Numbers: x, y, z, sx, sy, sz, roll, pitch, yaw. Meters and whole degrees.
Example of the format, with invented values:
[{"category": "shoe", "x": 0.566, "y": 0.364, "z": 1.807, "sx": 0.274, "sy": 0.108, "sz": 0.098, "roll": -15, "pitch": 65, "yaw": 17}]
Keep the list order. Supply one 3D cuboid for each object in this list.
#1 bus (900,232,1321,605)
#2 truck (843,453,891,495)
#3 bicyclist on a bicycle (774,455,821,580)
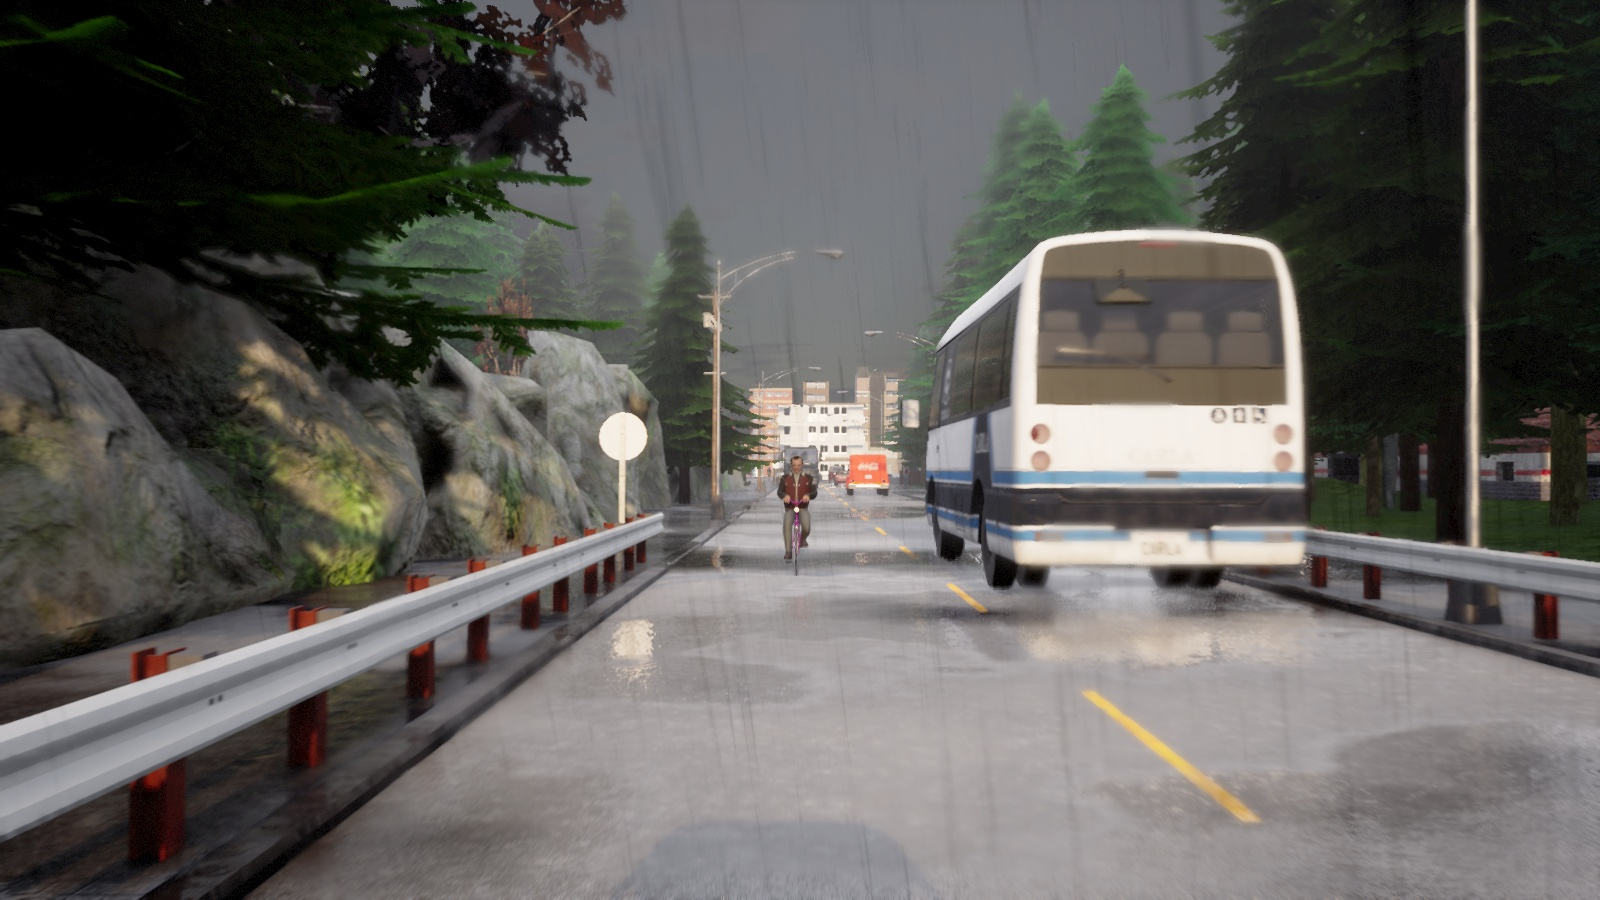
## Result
[{"category": "bus", "x": 3.950, "y": -0.283, "z": 19.476, "sx": 3.944, "sy": 4.253, "sz": 10.273, "roll": 0, "pitch": -1, "yaw": 0}, {"category": "truck", "x": 4.053, "y": 1.481, "z": 76.808, "sx": 2.627, "sy": 2.467, "sz": 5.204, "roll": 0, "pitch": -1, "yaw": 0}, {"category": "bicyclist on a bicycle", "x": -0.043, "y": 0.969, "z": 18.731, "sx": 0.659, "sy": 1.776, "sz": 1.843, "roll": 0, "pitch": -1, "yaw": 0}]
